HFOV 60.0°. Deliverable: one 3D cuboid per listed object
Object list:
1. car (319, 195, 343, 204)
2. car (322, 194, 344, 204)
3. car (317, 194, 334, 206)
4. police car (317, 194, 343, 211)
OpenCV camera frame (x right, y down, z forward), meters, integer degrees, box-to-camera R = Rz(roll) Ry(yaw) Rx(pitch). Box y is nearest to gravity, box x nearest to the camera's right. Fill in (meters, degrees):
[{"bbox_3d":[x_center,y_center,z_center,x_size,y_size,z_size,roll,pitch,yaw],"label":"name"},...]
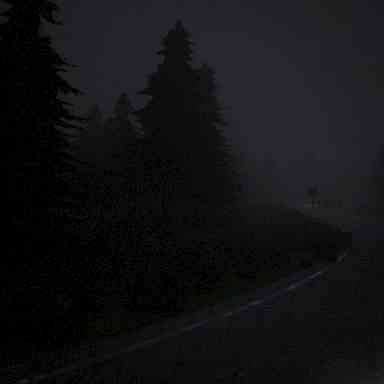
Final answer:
[{"bbox_3d":[25.719,1.403,61.457,4.892,1.490,1.837,4,-3,-36],"label":"car"},{"bbox_3d":[22.455,1.094,52.759,1.801,1.575,5.366,2,1,39],"label":"car"},{"bbox_3d":[19.313,1.152,47.977,1.837,1.490,4.892,2,2,28],"label":"car"},{"bbox_3d":[16.376,1.199,39.379,1.930,1.638,5.238,4,2,10],"label":"police car"}]
